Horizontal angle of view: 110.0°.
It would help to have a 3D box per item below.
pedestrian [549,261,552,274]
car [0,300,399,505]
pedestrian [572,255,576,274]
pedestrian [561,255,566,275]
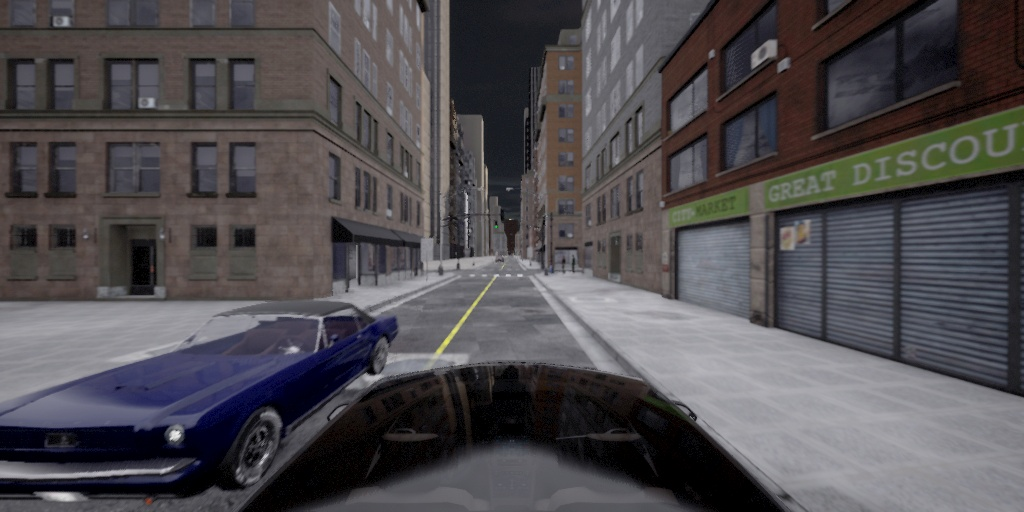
[{"bbox_3d":[3.637,1.035,33.594,0.375,1.300,0.375,0,0,0],"label":"pedestrian"},{"bbox_3d":[-3.100,1.338,4.671,1.895,1.301,4.718,0,0,0],"label":"car"},{"bbox_3d":[5.637,0.753,32.994,0.375,1.860,0.375,0,0,0],"label":"pedestrian"},{"bbox_3d":[4.637,0.759,32.394,0.375,1.860,0.375,0,0,0],"label":"pedestrian"}]
